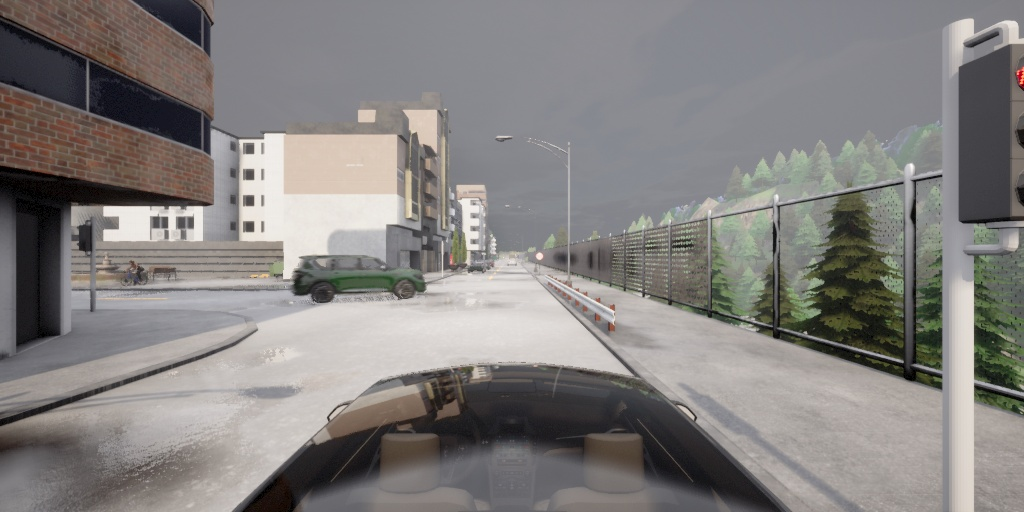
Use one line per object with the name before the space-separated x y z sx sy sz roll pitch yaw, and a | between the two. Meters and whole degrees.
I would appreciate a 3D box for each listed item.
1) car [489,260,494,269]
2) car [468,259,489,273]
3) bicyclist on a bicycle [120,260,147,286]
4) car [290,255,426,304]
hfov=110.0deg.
car | -4.097 1.240 51.756 2.128 1.511 4.902 0 0 0
car | -4.101 1.351 42.408 1.895 1.301 4.718 0 0 0
bicyclist on a bicycle | -24.285 1.099 23.055 0.582 1.620 1.656 0 0 0
car | -6.795 0.970 16.281 5.566 2.045 2.150 0 1 -24
